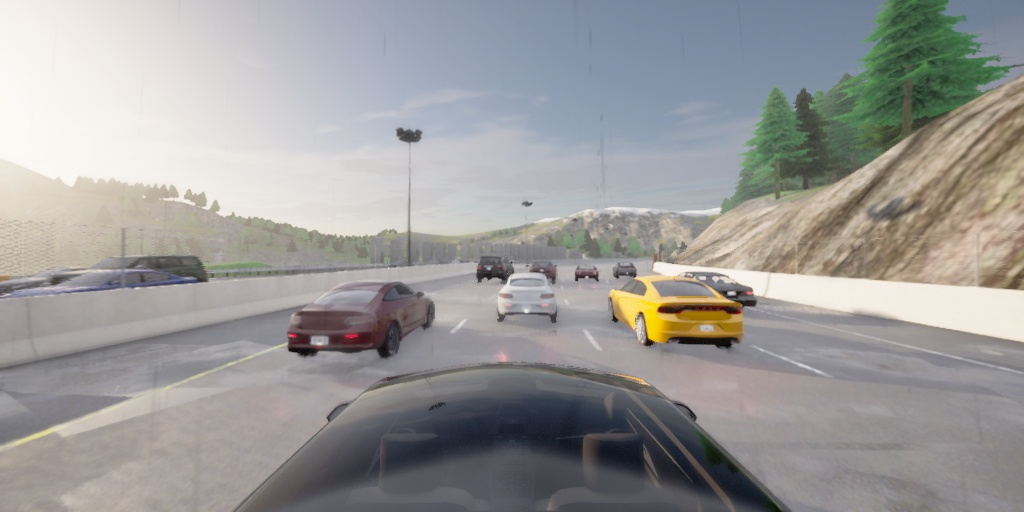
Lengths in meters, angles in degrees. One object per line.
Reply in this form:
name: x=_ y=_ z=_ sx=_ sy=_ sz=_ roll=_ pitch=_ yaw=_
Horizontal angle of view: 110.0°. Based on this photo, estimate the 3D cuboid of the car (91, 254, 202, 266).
car: x=-16.909 y=0.943 z=16.177 sx=2.150 sy=2.045 sz=5.566 roll=0 pitch=0 yaw=5

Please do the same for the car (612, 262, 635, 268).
car: x=10.430 y=1.300 z=33.380 sx=2.128 sy=1.511 sz=4.902 roll=0 pitch=0 yaw=11

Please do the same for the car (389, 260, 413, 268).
car: x=-16.931 y=1.324 z=54.708 sx=1.994 sy=1.385 sz=4.181 roll=0 pitch=0 yaw=16

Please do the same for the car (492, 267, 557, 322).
car: x=0.553 y=1.288 z=12.347 sx=1.812 sy=1.442 sz=4.674 roll=0 pitch=0 yaw=3

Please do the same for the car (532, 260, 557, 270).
car: x=2.659 y=1.137 z=29.823 sx=2.097 sy=1.767 sz=4.553 roll=0 pitch=0 yaw=10

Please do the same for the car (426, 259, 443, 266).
car: x=-12.207 y=1.267 z=58.243 sx=2.128 sy=1.511 sz=4.902 roll=0 pitch=0 yaw=18

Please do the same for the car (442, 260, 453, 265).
car: x=-8.836 y=1.309 z=57.338 sx=1.812 sy=1.442 sz=4.674 roll=0 pitch=0 yaw=18

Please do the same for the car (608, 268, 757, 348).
car: x=3.884 y=1.245 z=9.398 sx=1.882 sy=1.535 sz=5.008 roll=0 pitch=0 yaw=3

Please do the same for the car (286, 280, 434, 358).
car: x=-3.188 y=1.274 z=8.395 sx=1.812 sy=1.442 sz=4.674 roll=0 pitch=0 yaw=2

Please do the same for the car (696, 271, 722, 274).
car: x=7.716 y=1.330 z=14.742 sx=2.033 sy=1.411 sz=5.357 roll=0 pitch=0 yaw=5

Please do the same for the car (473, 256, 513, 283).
car: x=-1.228 y=0.995 z=27.974 sx=2.150 sy=2.045 sz=5.566 roll=0 pitch=0 yaw=9

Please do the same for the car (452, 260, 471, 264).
car: x=-6.542 y=1.386 z=52.929 sx=1.895 sy=1.301 sz=4.718 roll=0 pitch=0 yaw=17

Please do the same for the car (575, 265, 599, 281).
car: x=6.294 y=1.396 z=30.485 sx=1.895 sy=1.301 sz=4.718 roll=0 pitch=0 yaw=10

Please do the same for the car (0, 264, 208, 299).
car: x=-13.668 y=1.204 z=12.298 sx=1.882 sy=1.535 sz=5.008 roll=0 pitch=0 yaw=4
